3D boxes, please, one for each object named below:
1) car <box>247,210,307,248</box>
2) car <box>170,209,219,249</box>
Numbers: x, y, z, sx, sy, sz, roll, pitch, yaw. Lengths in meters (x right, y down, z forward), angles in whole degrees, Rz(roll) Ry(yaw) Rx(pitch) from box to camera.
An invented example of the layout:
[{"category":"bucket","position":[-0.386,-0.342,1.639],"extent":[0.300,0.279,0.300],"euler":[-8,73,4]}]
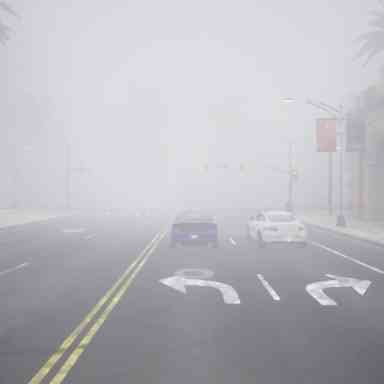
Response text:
[{"category":"car","position":[3.596,1.532,14.606],"extent":[1.812,1.442,4.674],"euler":[0,0,0]},{"category":"car","position":[0.096,1.484,14.632],"extent":[1.882,1.535,5.008],"euler":[0,0,0]}]
